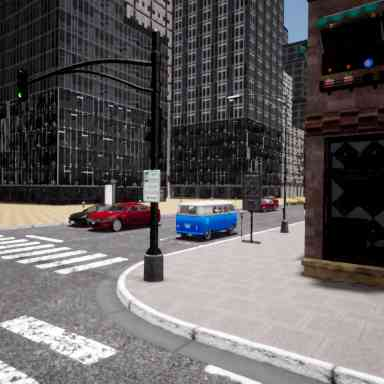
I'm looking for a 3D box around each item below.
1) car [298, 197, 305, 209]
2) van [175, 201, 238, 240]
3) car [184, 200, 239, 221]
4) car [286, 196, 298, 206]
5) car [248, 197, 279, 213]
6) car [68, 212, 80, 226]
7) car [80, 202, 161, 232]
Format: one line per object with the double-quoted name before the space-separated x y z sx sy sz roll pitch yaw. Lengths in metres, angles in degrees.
"car" 15.654 1.429 42.299 2.128 1.511 4.902 1 1 36
"van" 0.862 1.368 17.019 1.690 1.788 3.998 1 1 36
"car" 1.779 1.469 28.268 2.033 1.411 5.357 1 1 36
"car" 16.446 1.364 53.271 1.752 1.417 4.829 1 1 36
"car" 7.777 1.505 36.660 1.895 1.301 4.718 1 1 36
"car" -5.961 1.467 21.892 1.947 1.339 4.313 1 1 36
"car" -3.975 1.418 20.209 1.882 1.535 5.008 1 1 34
